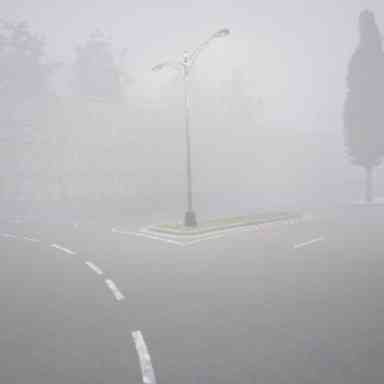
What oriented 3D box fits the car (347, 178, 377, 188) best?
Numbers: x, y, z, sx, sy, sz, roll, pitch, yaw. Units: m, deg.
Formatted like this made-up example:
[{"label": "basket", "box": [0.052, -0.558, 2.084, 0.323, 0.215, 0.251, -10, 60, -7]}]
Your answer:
[{"label": "car", "box": [29.947, -1.686, 58.555, 2.097, 1.767, 4.553, -3, 7, -33]}]
